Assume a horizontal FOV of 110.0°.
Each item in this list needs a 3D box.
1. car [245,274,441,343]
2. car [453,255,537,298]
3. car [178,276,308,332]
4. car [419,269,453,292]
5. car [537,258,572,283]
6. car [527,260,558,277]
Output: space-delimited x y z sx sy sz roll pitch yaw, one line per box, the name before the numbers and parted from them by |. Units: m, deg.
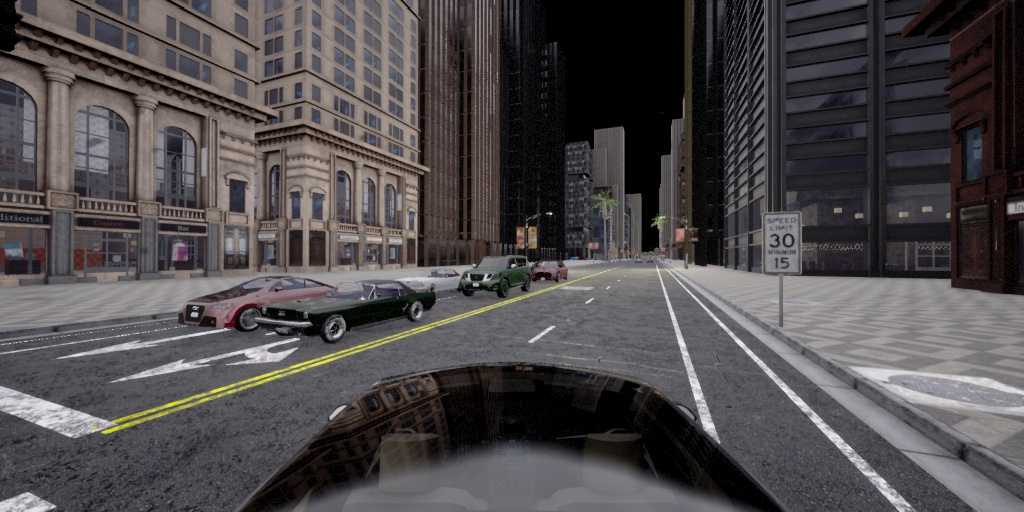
car | -4.246 1.352 10.012 1.895 1.301 4.718 0 0 24
car | -0.656 0.977 19.090 2.150 2.045 5.566 0 0 21
car | -7.352 1.315 10.985 1.994 1.385 4.181 0 0 22
car | -4.139 1.356 19.136 1.895 1.301 4.718 0 0 22
car | 3.075 1.116 28.588 2.097 1.767 4.553 0 0 21
car | 3.305 1.250 37.879 1.882 1.535 5.008 0 0 22
